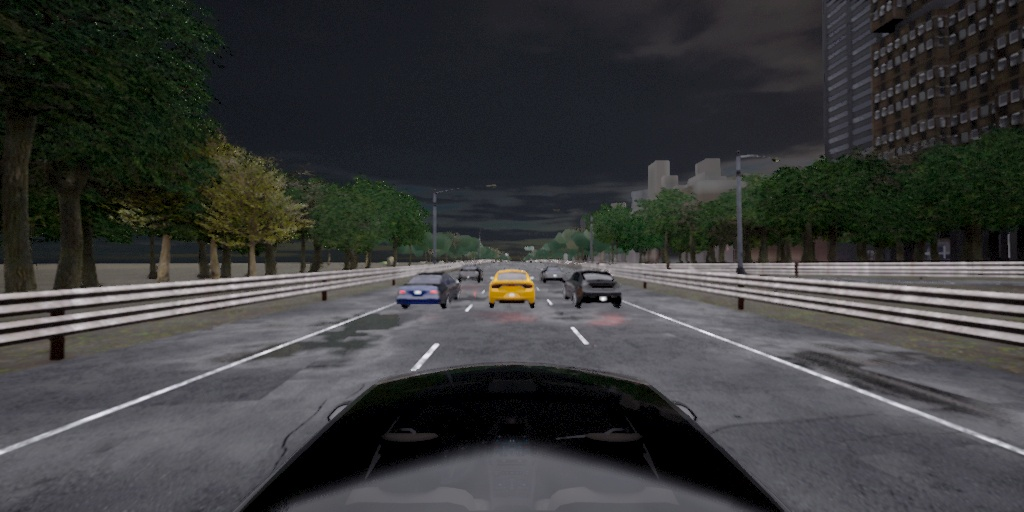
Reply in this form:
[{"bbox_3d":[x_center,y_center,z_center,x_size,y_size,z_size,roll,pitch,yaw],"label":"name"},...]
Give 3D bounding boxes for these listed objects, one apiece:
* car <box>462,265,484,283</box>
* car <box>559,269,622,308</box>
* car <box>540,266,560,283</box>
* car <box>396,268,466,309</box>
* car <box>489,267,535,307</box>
[{"bbox_3d":[-3.498,1.512,31.144,2.128,1.511,4.902,0,0,0],"label":"car"},{"bbox_3d":[3.503,1.394,16.158,1.837,1.490,4.892,0,0,0],"label":"car"},{"bbox_3d":[3.502,1.584,31.174,1.994,1.385,4.181,0,0,0],"label":"car"},{"bbox_3d":[-3.500,1.430,15.844,2.033,1.411,5.357,0,-1,0],"label":"car"},{"bbox_3d":[0.005,1.365,16.318,1.882,1.535,5.008,0,0,0],"label":"car"}]
